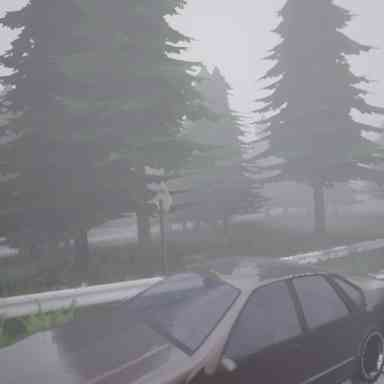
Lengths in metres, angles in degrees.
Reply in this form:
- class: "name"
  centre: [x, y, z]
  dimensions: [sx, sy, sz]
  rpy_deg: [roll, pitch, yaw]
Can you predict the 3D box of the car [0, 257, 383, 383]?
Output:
- class: "car"
  centre: [0.565, 1.571, 3.914]
  dimensions: [5.357, 1.411, 2.033]
  rpy_deg: [1, 0, -35]
